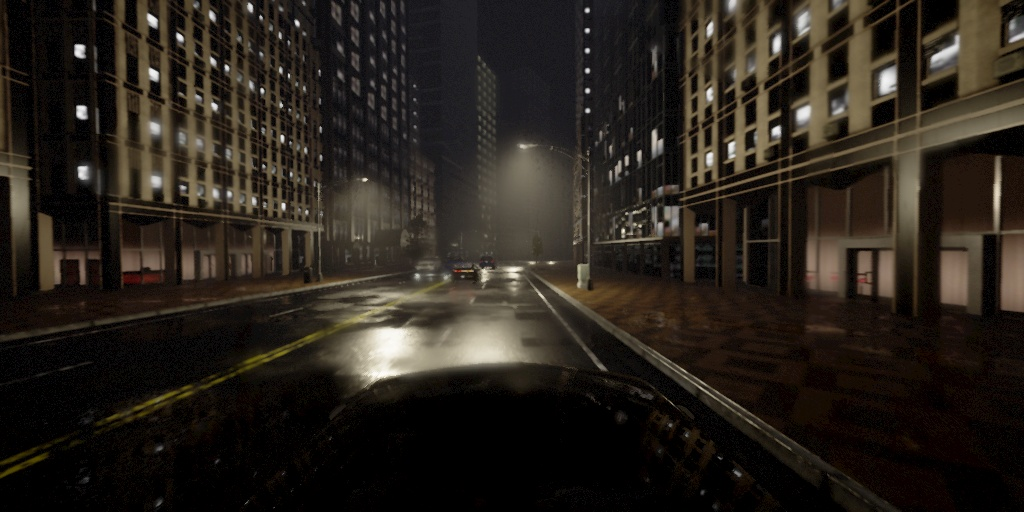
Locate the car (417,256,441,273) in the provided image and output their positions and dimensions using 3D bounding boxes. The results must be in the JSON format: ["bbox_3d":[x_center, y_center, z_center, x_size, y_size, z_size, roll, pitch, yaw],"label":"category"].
[{"bbox_3d":[-10.238,1.016,44.723,2.150,2.045,5.566,0,0,-1],"label":"car"}]

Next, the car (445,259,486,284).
[{"bbox_3d":[-3.430,1.248,27.330,2.128,1.511,4.902,0,0,-1],"label":"car"}]

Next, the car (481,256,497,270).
[{"bbox_3d":[-3.577,0.970,53.745,2.150,2.045,5.566,0,0,1],"label":"car"}]

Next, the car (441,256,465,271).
[{"bbox_3d":[-6.988,1.002,44.785,2.150,2.045,5.566,0,0,-1],"label":"car"}]
